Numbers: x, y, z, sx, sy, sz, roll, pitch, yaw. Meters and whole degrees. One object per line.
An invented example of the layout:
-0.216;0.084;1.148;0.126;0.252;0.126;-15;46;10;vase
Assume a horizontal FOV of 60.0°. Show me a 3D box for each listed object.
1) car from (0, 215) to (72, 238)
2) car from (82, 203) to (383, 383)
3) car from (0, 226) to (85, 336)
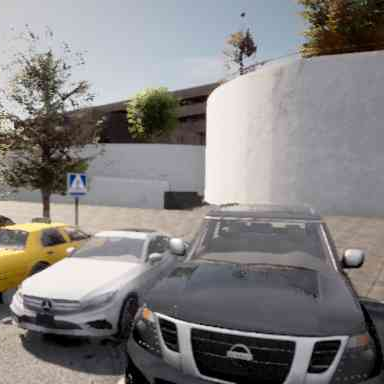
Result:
-3.782;1.444;8.713;1.946;1.575;5.366;0;-1;16;car
1.064;1.232;5.013;2.435;2.045;5.566;1;0;16;car
-1.378;1.504;6.791;2.002;1.452;4.674;1;0;15;car
